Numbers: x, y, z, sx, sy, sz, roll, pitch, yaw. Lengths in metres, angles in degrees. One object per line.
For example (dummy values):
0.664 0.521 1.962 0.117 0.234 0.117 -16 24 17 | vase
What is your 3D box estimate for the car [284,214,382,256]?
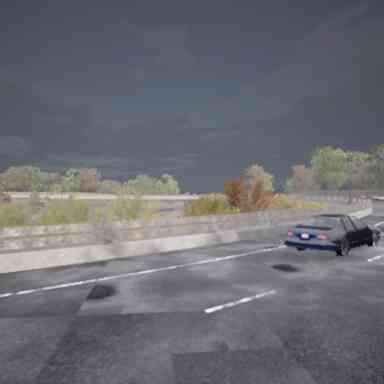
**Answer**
5.795 1.596 13.382 5.357 1.411 2.033 0 0 -43 | car
